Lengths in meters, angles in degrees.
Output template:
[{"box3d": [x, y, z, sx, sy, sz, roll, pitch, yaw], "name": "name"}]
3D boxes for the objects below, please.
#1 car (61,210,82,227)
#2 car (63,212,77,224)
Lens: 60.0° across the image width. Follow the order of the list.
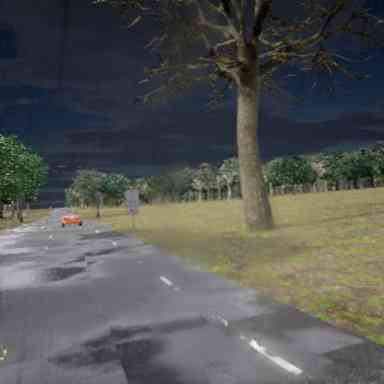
[{"box3d": [-13.795, 2.995, 38.129, 2.097, 1.767, 4.553, -3, -2, -21], "name": "car"}, {"box3d": [-17.810, 3.752, 48.544, 1.837, 1.490, 4.892, -3, -2, -21], "name": "car"}]
